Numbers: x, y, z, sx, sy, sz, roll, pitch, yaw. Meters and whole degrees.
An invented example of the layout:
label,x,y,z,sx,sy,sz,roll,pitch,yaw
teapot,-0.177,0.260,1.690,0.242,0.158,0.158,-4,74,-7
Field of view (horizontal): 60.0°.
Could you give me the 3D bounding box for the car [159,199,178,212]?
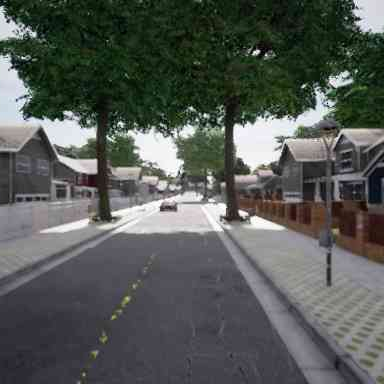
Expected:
label,x,y,z,sx,sy,sz,roll,pitch,yaw
car,-2.731,1.579,39.759,1.994,1.385,4.181,0,0,0
